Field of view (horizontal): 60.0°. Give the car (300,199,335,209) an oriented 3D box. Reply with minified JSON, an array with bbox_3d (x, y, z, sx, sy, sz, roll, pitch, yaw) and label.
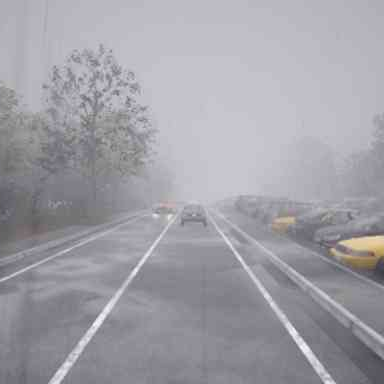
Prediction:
[{"bbox_3d":[20.250,1.944,53.798,5.008,1.535,2.097,0,-1,0],"label":"car"}]

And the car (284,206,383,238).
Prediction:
[{"bbox_3d":[7.039,1.536,15.066,4.892,1.521,2.231,0,0,0],"label":"car"}]

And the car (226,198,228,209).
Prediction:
[{"bbox_3d":[7.141,1.776,42.805,4.674,1.452,2.002,0,-1,0],"label":"car"}]

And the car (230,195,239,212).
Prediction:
[{"bbox_3d":[7.139,1.341,34.499,5.566,2.045,2.435,0,0,0],"label":"car"}]

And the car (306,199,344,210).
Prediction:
[{"bbox_3d":[20.240,1.889,50.903,5.008,1.535,2.097,0,-1,0],"label":"car"}]

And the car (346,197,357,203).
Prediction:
[{"bbox_3d":[20.204,1.625,37.055,5.008,1.535,2.097,0,-1,0],"label":"car"}]

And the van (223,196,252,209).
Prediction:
[{"bbox_3d":[7.292,1.721,53.913,4.442,1.987,1.878,0,-1,0],"label":"van"}]

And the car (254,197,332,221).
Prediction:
[{"bbox_3d":[7.042,1.434,23.394,4.553,1.767,2.185,0,0,0],"label":"car"}]

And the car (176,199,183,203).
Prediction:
[{"bbox_3d":[-3.078,2.405,79.394,1.812,1.442,4.674,0,-2,0],"label":"car"}]

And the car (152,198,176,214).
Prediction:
[{"bbox_3d":[-3.285,1.563,38.172,2.097,1.767,4.553,0,-1,0],"label":"car"}]

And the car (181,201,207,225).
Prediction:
[{"bbox_3d":[0.126,1.629,24.769,2.033,1.411,5.357,0,0,0],"label":"car"}]

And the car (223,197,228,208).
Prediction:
[{"bbox_3d":[7.118,1.818,45.583,4.792,1.488,2.163,0,-1,0],"label":"car"}]

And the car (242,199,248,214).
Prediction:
[{"bbox_3d":[7.095,1.616,28.946,4.674,1.452,2.002,0,0,0],"label":"car"}]

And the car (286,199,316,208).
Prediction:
[{"bbox_3d":[20.276,2.101,61.982,4.892,1.521,2.231,0,-1,0],"label":"car"}]

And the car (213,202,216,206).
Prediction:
[{"bbox_3d":[7.175,1.855,62.241,5.566,2.045,2.435,0,-1,0],"label":"car"}]

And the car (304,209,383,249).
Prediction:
[{"bbox_3d":[7.043,1.528,12.289,4.892,1.521,2.231,0,0,0],"label":"car"}]

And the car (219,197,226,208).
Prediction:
[{"bbox_3d":[7.172,1.894,51.133,5.008,1.535,2.097,0,-1,0],"label":"car"}]

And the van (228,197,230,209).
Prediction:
[{"bbox_3d":[7.012,1.457,40.035,4.442,1.987,1.878,0,-1,0],"label":"van"}]

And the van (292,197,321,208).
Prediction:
[{"bbox_3d":[20.390,1.821,59.216,4.442,1.987,1.878,0,-1,0],"label":"van"}]

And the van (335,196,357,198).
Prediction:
[{"bbox_3d":[20.091,1.452,39.830,4.442,1.987,1.878,0,-1,0],"label":"van"}]

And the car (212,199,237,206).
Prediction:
[{"bbox_3d":[7.055,2.363,73.323,5.366,1.575,1.946,0,-1,0],"label":"car"}]

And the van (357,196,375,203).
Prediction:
[{"bbox_3d":[20.074,1.365,34.439,4.442,1.987,1.878,0,-1,0],"label":"van"}]

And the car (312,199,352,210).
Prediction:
[{"bbox_3d":[20.230,1.837,48.133,4.892,1.521,2.231,0,-1,0],"label":"car"}]

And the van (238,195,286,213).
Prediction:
[{"bbox_3d":[6.985,1.359,31.724,4.442,1.987,1.878,0,0,0],"label":"van"}]

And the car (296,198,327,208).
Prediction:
[{"bbox_3d":[20.232,1.869,56.446,4.553,1.767,2.185,0,-1,0],"label":"car"}]

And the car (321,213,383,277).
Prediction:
[{"bbox_3d":[6.841,1.516,9.514,5.366,1.575,1.946,0,0,0],"label":"car"}]

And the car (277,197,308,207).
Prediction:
[{"bbox_3d":[20.329,1.962,67.523,5.566,2.045,2.435,0,-1,0],"label":"car"}]

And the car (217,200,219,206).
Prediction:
[{"bbox_3d":[7.187,2.040,56.684,4.674,1.452,2.002,0,-1,0],"label":"car"}]

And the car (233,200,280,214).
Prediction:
[{"bbox_3d":[7.149,1.660,37.248,4.792,1.488,2.163,0,-1,0],"label":"car"}]

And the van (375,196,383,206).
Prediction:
[{"bbox_3d":[20.297,1.356,31.535,4.442,1.987,1.878,0,0,0],"label":"van"}]

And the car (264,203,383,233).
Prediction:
[{"bbox_3d":[6.869,1.540,17.842,5.366,1.575,1.946,0,0,0],"label":"car"}]

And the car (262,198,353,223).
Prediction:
[{"bbox_3d":[7.033,1.426,20.618,4.553,1.767,2.185,0,0,0],"label":"car"}]

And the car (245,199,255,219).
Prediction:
[{"bbox_3d":[7.077,1.568,26.170,5.008,1.535,2.097,0,0,0],"label":"car"}]
